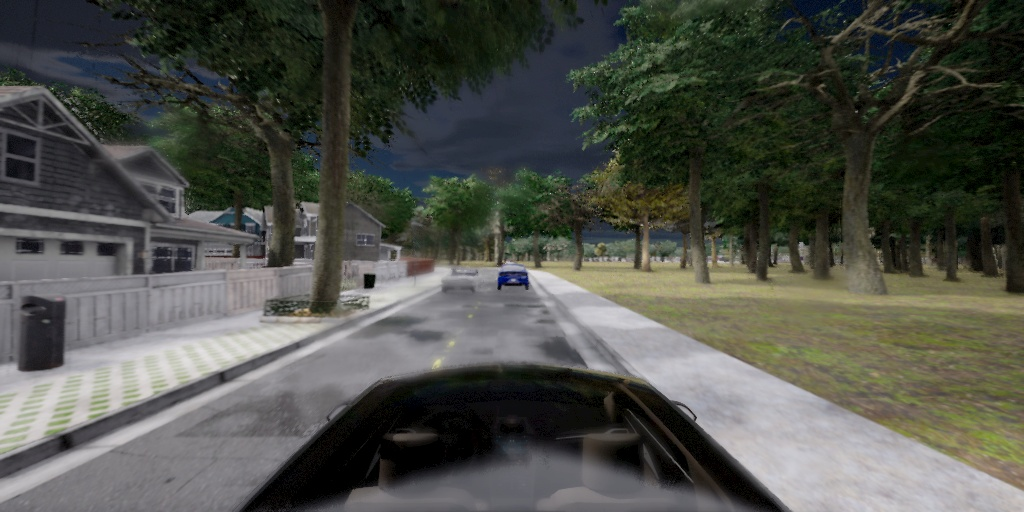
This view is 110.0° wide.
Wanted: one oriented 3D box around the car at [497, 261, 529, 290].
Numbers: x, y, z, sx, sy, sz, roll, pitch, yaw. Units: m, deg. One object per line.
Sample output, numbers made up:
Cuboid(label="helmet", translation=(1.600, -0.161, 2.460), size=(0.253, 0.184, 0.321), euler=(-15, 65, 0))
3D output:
Cuboid(label="car", translation=(0.087, 1.234, 22.891), size=(1.882, 1.535, 5.008), euler=(0, 0, 0))

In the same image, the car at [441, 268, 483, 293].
Cuboid(label="car", translation=(-2.815, 1.357, 20.788), size=(1.895, 1.301, 4.718), euler=(0, 0, 0))

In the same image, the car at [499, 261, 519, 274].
Cuboid(label="car", translation=(-0.420, 1.303, 43.163), size=(1.812, 1.442, 4.674), euler=(0, 0, -7))
